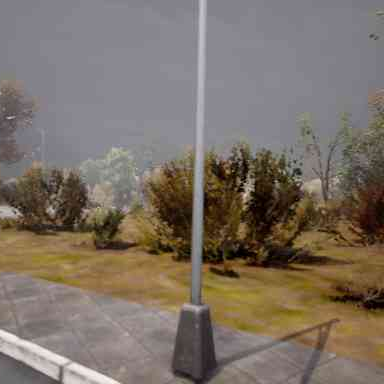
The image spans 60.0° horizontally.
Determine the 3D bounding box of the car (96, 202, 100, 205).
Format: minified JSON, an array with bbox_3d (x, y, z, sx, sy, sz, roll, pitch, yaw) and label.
[{"bbox_3d":[-17.153,1.843,53.935,2.033,1.411,5.357,2,-2,19],"label":"car"}]
